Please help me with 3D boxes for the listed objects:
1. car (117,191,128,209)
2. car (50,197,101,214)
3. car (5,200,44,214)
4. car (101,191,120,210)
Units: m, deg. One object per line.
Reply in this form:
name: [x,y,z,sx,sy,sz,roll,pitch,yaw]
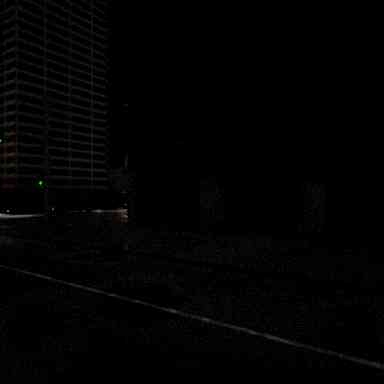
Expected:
car: [-6.798,1.221,44.384,2.150,2.045,5.566,0,0,36]
car: [-12.762,1.491,35.904,2.128,1.511,4.902,0,0,35]
car: [-17.074,1.547,35.855,2.033,1.411,5.357,0,0,35]
car: [-10.946,1.221,44.578,2.150,2.045,5.566,0,0,35]
